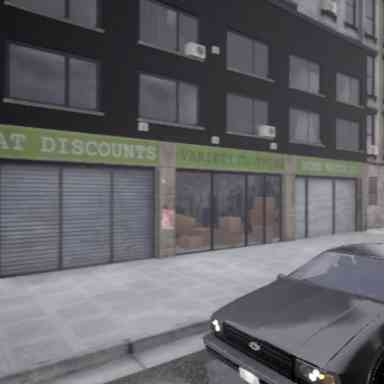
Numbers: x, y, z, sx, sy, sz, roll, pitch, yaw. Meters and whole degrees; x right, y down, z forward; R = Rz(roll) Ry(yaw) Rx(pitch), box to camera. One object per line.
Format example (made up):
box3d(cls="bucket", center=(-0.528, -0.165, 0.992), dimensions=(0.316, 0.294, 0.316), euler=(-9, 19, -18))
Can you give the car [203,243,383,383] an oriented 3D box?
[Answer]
box3d(cls="car", center=(2.771, 1.547, 5.008), dimensions=(5.357, 1.411, 2.033), euler=(0, 0, -35))
